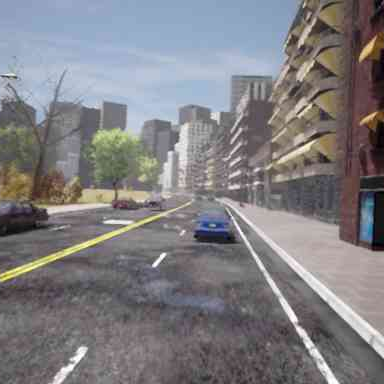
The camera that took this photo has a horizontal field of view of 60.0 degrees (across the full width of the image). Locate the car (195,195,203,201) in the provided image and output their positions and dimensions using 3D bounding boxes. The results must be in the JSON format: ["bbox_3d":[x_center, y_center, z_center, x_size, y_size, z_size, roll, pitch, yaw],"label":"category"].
[{"bbox_3d":[1.905,1.561,89.739,2.128,1.511,4.902,3,0,0],"label":"car"}]

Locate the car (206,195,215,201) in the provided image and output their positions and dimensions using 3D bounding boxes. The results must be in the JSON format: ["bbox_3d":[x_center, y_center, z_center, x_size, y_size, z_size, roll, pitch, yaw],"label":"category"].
[{"bbox_3d":[5.146,1.724,89.296,2.033,1.411,5.357,3,0,0],"label":"car"}]

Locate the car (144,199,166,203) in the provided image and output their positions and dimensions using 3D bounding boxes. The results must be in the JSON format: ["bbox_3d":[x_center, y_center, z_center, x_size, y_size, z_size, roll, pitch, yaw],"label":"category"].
[{"bbox_3d":[-3.933,0.989,36.739,2.033,1.411,5.357,3,0,4],"label":"car"}]

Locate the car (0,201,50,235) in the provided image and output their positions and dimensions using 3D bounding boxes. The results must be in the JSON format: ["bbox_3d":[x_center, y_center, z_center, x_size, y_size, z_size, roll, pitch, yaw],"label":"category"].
[{"bbox_3d":[-8.869,1.131,15.963,2.033,1.411,5.357,3,0,4],"label":"car"}]

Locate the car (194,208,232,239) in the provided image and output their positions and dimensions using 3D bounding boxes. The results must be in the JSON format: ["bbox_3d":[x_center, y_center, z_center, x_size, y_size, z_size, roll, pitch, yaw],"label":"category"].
[{"bbox_3d":[1.131,1.588,17.695,2.033,1.411,5.357,3,0,4],"label":"car"}]

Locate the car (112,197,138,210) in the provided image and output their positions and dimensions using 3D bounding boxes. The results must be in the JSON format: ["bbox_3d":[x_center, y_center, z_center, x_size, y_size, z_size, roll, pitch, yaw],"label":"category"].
[{"bbox_3d":[-7.255,1.208,36.501,1.994,1.385,4.181,3,0,5],"label":"car"}]
